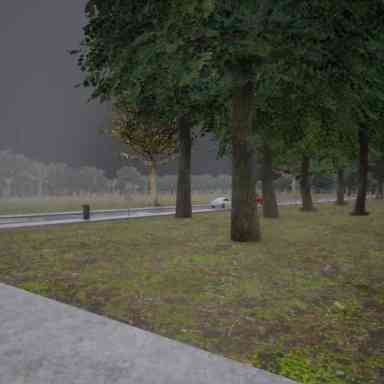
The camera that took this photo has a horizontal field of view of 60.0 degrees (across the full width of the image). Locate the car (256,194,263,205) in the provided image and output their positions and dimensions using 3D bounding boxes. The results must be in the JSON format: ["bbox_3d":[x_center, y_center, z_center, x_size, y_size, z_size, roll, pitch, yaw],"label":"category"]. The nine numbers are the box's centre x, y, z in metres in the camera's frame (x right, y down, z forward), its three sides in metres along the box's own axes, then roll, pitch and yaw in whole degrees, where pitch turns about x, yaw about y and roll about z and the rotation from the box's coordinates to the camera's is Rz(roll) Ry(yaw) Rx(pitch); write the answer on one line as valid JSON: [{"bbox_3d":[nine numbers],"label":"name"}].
[{"bbox_3d":[10.227,1.273,55.829,2.150,2.045,5.566,0,0,36],"label":"car"}]

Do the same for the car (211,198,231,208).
[{"bbox_3d":[4.455,1.574,47.789,1.812,1.442,4.674,0,0,36],"label":"car"}]
